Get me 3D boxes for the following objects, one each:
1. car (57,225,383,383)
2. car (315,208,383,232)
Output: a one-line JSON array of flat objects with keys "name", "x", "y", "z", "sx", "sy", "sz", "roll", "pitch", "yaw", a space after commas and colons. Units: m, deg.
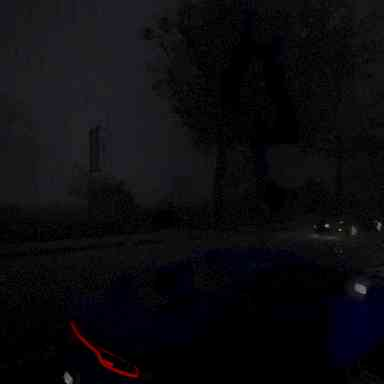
[{"name": "car", "x": 0.938, "y": 1.476, "z": 4.358, "sx": 5.008, "sy": 1.535, "sz": 1.882, "roll": 0, "pitch": 0, "yaw": -35}, {"name": "car", "x": 8.646, "y": 1.561, "z": 18.293, "sx": 4.181, "sy": 1.385, "sz": 1.994, "roll": 0, "pitch": 0, "yaw": -33}]
